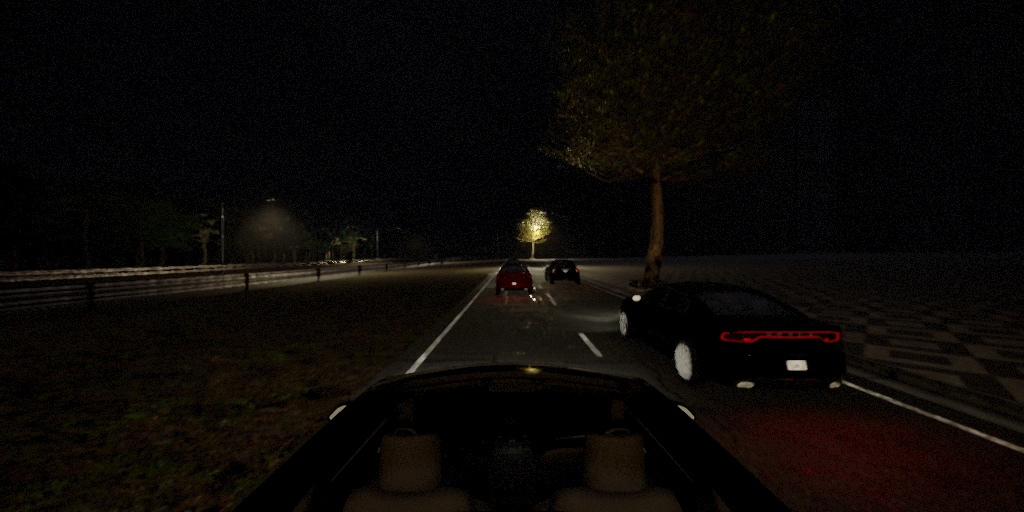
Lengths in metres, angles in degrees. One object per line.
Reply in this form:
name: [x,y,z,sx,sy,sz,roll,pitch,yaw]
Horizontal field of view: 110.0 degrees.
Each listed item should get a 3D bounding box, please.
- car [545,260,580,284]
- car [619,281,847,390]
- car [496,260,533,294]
car: [3.619,1.036,26.369,2.097,1.767,4.553,0,0,0]
car: [3.604,1.226,7.010,1.882,1.535,5.008,0,0,0]
car: [0.119,1.189,19.901,1.882,1.535,5.008,0,0,0]
